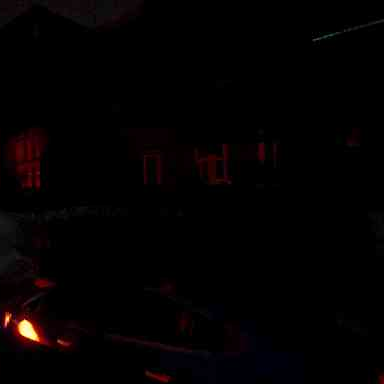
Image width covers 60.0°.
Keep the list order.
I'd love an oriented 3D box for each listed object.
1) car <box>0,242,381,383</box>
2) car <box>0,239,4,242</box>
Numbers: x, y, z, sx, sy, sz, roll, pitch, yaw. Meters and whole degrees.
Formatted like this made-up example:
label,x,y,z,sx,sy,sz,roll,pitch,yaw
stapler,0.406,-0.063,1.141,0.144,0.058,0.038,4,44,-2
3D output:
label,x,y,z,sx,sy,sz,roll,pitch,yaw
car,-0.603,1.506,3.746,4.792,1.488,2.163,0,0,35
car,-5.093,1.518,6.950,4.674,1.452,2.002,0,0,36
